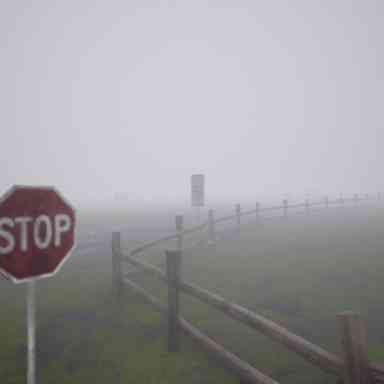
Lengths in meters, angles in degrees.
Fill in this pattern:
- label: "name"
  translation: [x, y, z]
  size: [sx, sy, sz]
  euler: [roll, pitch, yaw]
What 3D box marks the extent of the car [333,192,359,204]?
- label: "car"
  translation: [21.141, 0.772, 45.523]
  size: [5.008, 1.535, 1.882]
  euler: [-1, 0, -43]
